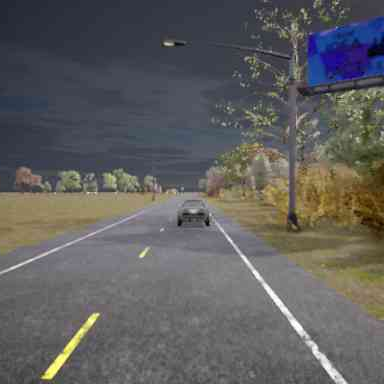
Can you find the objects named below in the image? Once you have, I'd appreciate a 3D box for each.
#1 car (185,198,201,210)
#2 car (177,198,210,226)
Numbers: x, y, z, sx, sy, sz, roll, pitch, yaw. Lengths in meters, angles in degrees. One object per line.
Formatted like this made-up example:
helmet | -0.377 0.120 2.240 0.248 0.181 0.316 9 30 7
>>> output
car | 0.105 1.518 42.758 1.895 1.301 4.718 0 0 0
car | 0.102 1.307 23.349 2.097 1.767 4.553 0 0 0
